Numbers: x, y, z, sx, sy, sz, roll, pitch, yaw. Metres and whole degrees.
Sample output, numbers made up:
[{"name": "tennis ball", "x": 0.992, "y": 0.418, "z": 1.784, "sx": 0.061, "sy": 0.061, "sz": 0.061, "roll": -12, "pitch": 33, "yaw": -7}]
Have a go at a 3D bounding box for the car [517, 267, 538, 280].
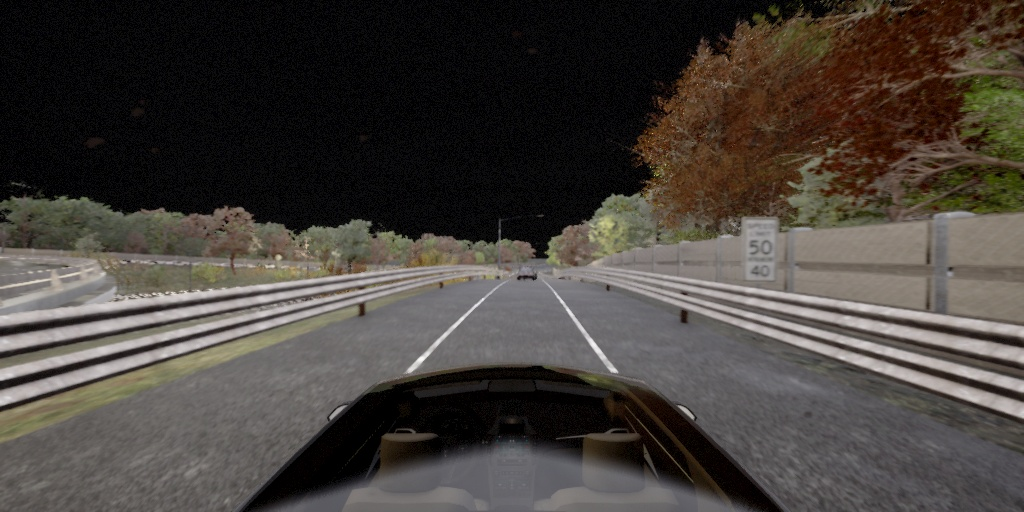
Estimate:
[{"name": "car", "x": 1.574, "y": 1.897, "z": 39.007, "sx": 2.033, "sy": 1.411, "sz": 5.357, "roll": 1, "pitch": -3, "yaw": 4}]
